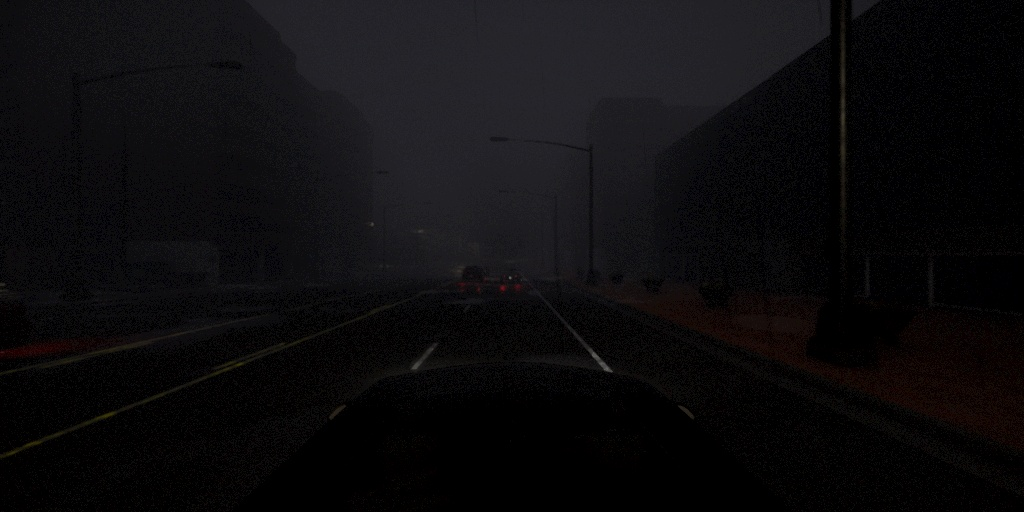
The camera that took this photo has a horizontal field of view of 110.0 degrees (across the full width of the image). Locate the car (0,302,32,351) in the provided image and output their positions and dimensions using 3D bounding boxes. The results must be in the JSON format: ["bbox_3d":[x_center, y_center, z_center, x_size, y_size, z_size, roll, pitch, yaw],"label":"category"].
[{"bbox_3d":[-10.618,1.278,5.040,1.882,1.535,5.008,0,-1,0],"label":"car"}]

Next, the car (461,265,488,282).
[{"bbox_3d":[-3.682,1.648,34.554,1.882,1.535,5.008,0,-1,0],"label":"car"}]

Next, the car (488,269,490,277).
[{"bbox_3d":[-3.777,1.889,44.990,1.895,1.301,4.718,0,0,0],"label":"car"}]

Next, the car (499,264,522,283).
[{"bbox_3d":[-0.163,1.673,32.994,1.812,1.442,4.674,0,-1,-1],"label":"car"}]
